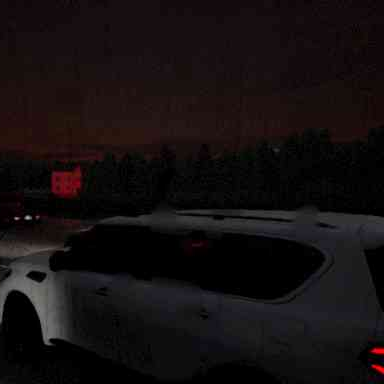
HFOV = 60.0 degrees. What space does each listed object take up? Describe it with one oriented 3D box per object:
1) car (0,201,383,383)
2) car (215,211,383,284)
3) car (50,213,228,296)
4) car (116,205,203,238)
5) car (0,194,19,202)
[{"bbox_3d":[-0.190,1.223,4.130,5.566,2.045,2.150,0,0,36],"label":"car"},{"bbox_3d":[3.335,1.479,10.214,5.008,1.535,1.882,0,0,36],"label":"car"},{"bbox_3d":[-1.659,1.494,9.478,4.902,1.511,2.128,0,0,36],"label":"car"},{"bbox_3d":[-1.861,1.530,18.204,4.674,1.442,1.812,0,0,35],"label":"car"},{"bbox_3d":[-17.156,1.232,29.136,5.566,2.045,2.150,0,0,36],"label":"car"}]
